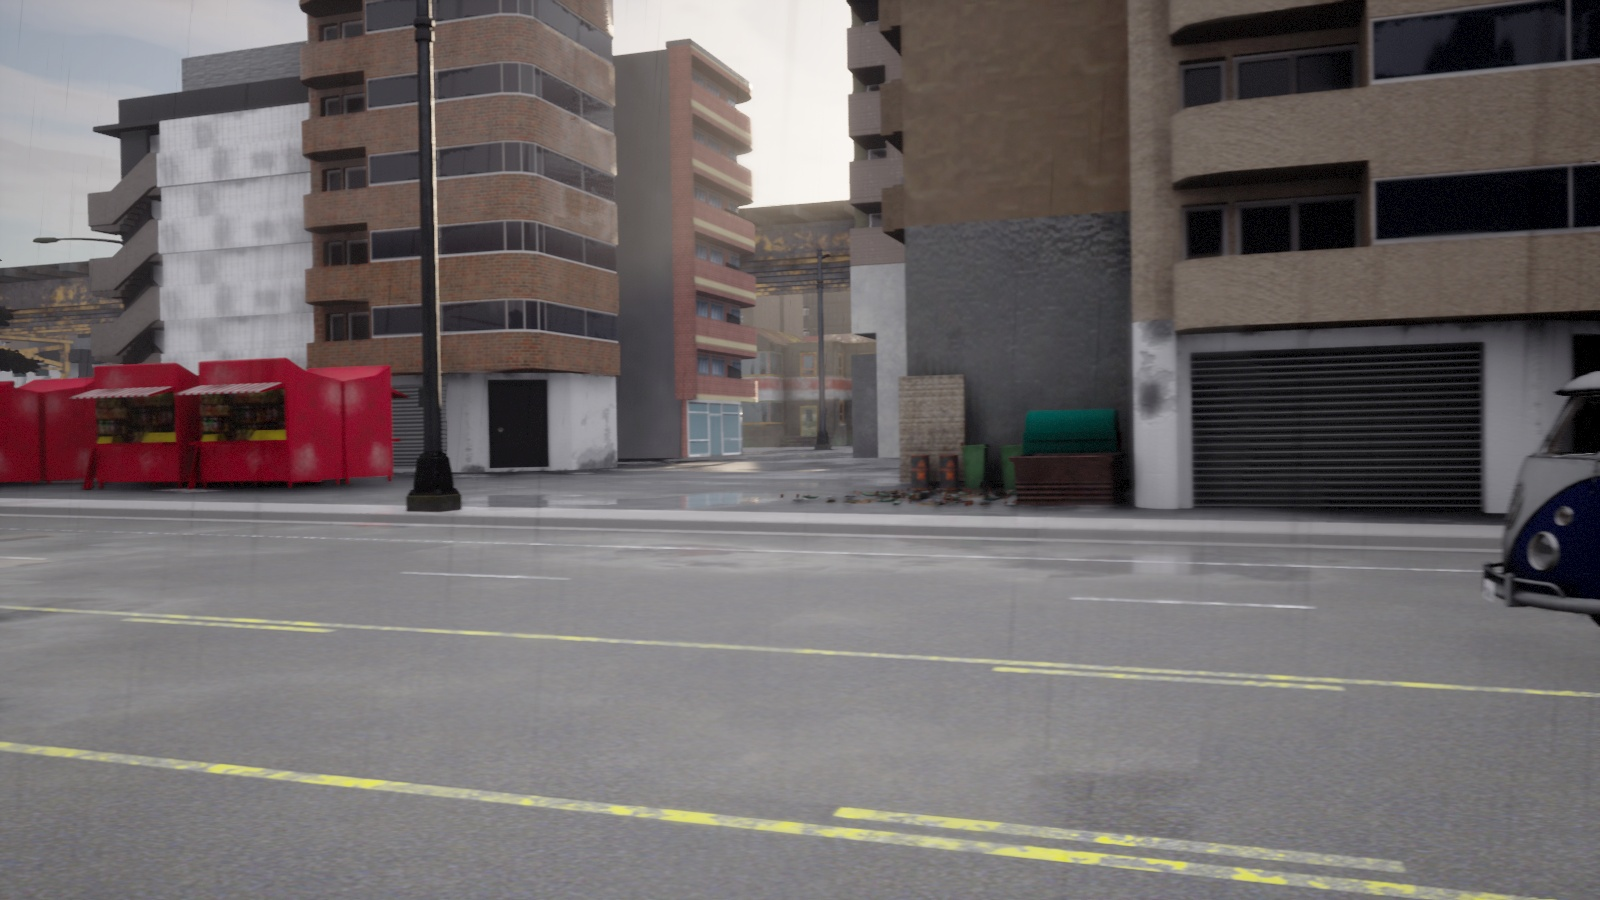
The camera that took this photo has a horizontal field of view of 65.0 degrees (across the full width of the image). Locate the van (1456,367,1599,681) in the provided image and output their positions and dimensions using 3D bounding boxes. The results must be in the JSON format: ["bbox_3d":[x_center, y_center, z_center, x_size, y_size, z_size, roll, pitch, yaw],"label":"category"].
[{"bbox_3d":[6.946,0.473,8.238,4.442,1.987,1.775,1,1,19],"label":"van"}]
